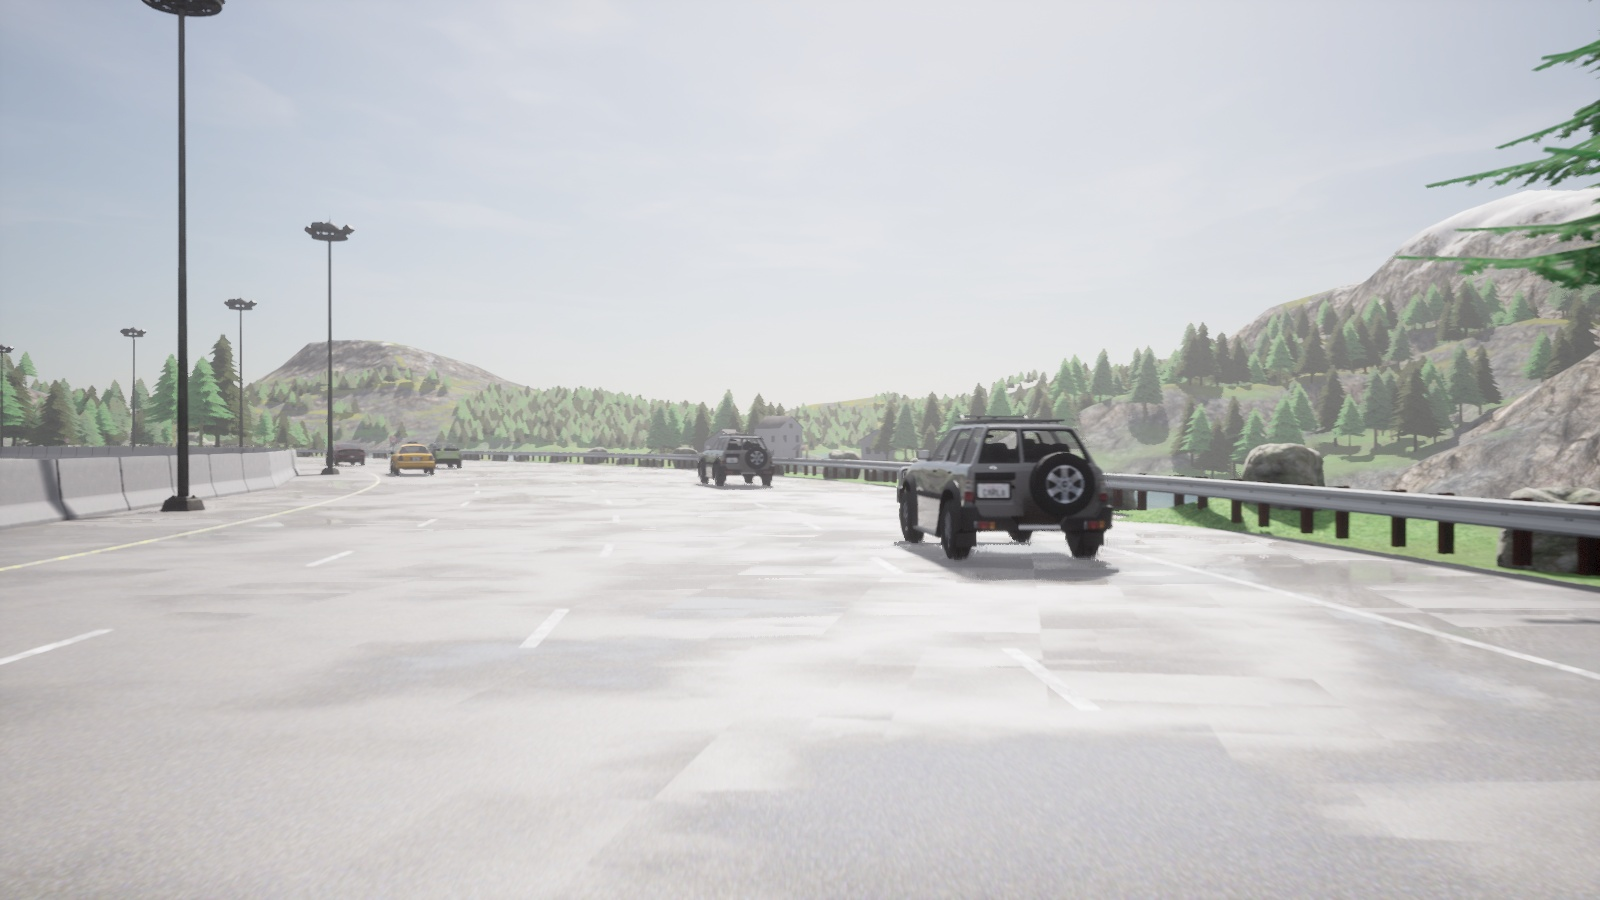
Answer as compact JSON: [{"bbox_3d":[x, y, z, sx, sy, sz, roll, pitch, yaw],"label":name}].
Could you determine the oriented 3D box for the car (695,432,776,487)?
[{"bbox_3d":[-2.355,0.311,44.395,1.932,1.855,4.605,0,0,-15],"label":"car"}]

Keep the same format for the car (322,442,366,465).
[{"bbox_3d":[-30.781,0.223,84.719,1.882,1.535,5.008,0,0,-31],"label":"car"}]

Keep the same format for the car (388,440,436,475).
[{"bbox_3d":[-18.660,0.331,60.303,1.801,1.575,5.366,0,0,-22],"label":"car"}]

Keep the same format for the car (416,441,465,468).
[{"bbox_3d":[-21.576,0.252,75.292,2.007,1.525,4.514,0,0,-27],"label":"car"}]

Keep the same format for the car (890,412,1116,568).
[{"bbox_3d":[2.610,0.467,17.349,1.932,1.855,4.605,0,0,-6],"label":"car"}]
